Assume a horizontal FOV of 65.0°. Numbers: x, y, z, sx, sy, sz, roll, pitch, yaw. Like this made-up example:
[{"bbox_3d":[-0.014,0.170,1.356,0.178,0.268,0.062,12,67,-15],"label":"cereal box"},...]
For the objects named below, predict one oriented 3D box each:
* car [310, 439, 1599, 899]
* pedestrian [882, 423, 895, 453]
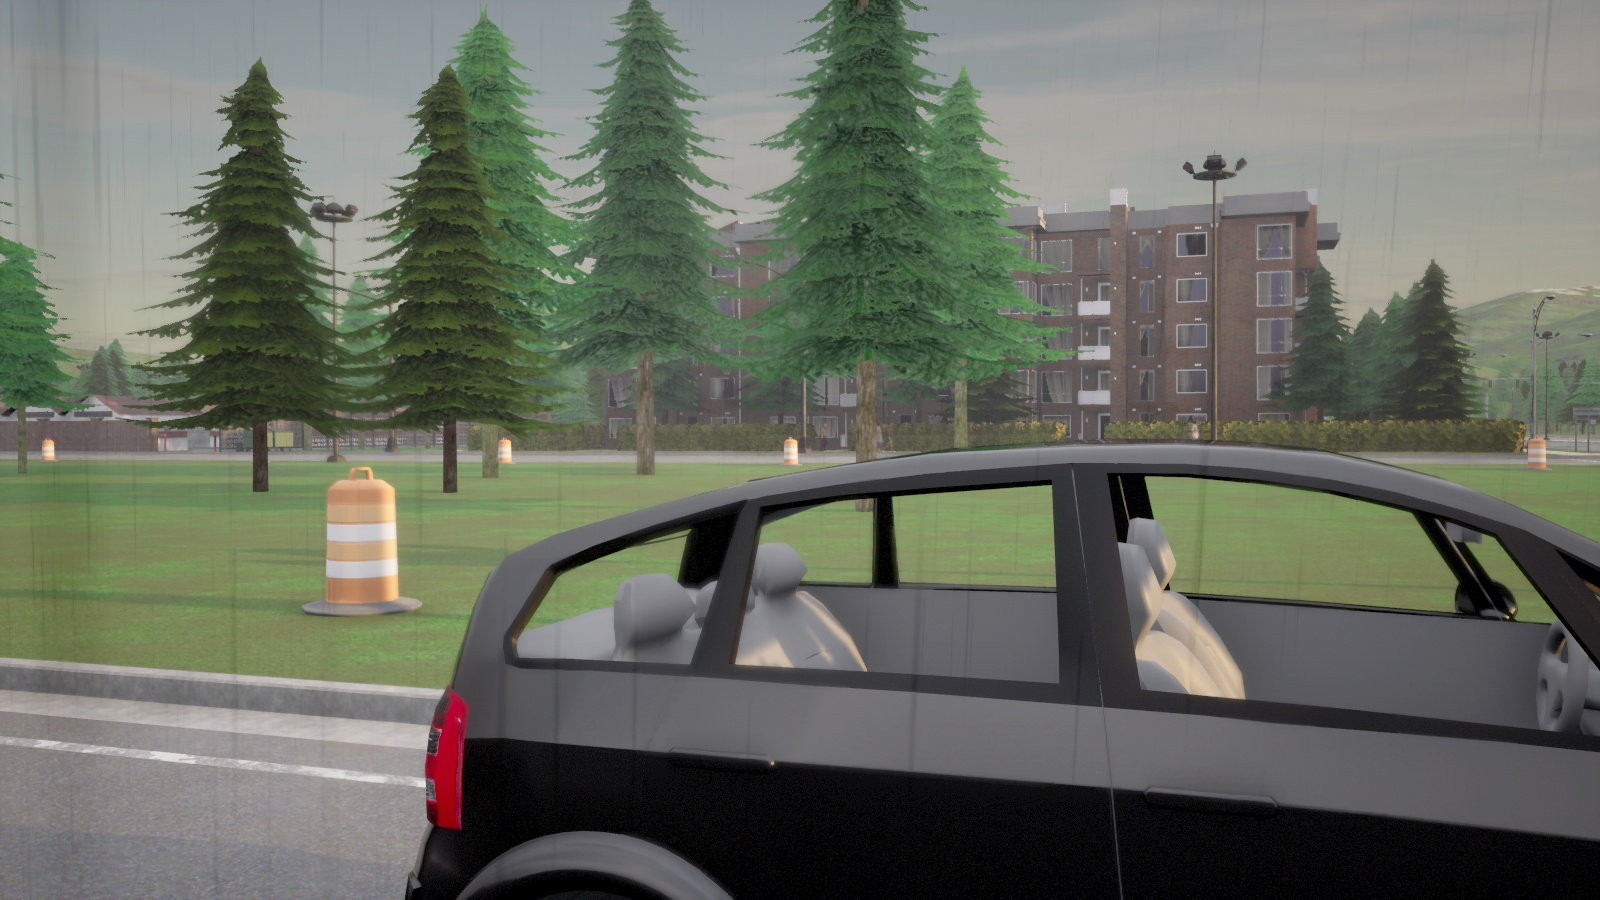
[{"bbox_3d":[1.036,0.764,2.844,3.705,1.549,1.789,0,1,19],"label":"car"},{"bbox_3d":[5.491,-0.770,77.837,0.703,1.840,0.431,1,1,21],"label":"pedestrian"}]
